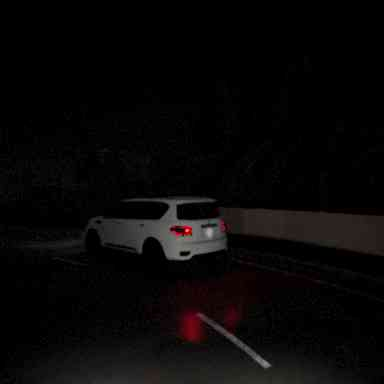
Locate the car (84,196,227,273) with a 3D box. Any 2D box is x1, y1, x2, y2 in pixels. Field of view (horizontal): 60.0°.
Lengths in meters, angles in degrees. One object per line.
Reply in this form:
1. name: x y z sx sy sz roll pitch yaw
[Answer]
1. car: -1.406 1.165 10.807 2.150 2.045 5.566 -1 0 -44
